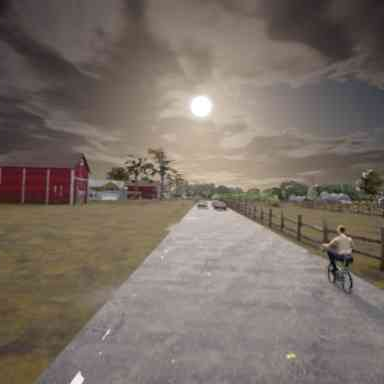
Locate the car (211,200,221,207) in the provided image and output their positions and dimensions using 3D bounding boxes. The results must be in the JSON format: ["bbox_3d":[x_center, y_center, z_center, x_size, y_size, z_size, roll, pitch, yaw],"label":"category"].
[{"bbox_3d":[5.184,2.429,72.885,2.033,1.411,5.357,2,-1,2],"label":"car"}]

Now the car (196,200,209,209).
[{"bbox_3d":[1.844,2.130,57.341,1.837,1.490,4.892,2,-1,3],"label":"car"}]

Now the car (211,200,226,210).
[{"bbox_3d":[4.692,2.255,55.914,1.994,1.385,4.181,2,0,2],"label":"car"}]

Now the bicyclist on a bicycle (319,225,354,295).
[{"bbox_3d":[3.710,1.634,8.390,0.866,1.612,1.509,2,-1,2],"label":"bicyclist on a bicycle"}]
